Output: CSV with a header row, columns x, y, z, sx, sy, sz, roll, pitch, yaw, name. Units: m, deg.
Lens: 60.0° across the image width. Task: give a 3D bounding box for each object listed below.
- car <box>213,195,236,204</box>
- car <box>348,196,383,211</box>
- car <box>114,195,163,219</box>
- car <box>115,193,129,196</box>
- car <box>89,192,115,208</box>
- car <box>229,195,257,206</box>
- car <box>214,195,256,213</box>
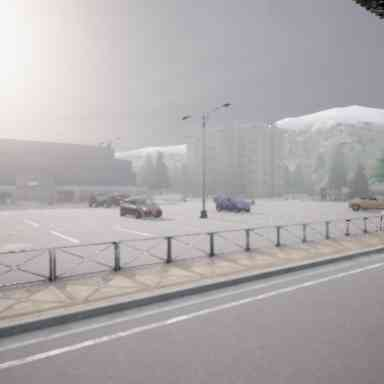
x,y,z,sx,sy,sz,roll,pitch,yaw,name
5.383,1.200,55.680,1.845,1.501,3.633,0,0,-36,car
18.128,1.172,32.705,2.152,1.636,5.027,0,0,-36,car
-4.092,1.242,26.167,2.007,1.523,4.514,0,0,-36,car
-9.760,1.011,44.905,1.932,1.855,4.605,0,0,-36,car
-11.874,1.004,42.869,1.905,1.878,3.866,0,0,-36,car
7.314,1.225,47.920,1.970,1.475,3.806,0,0,-36,car
4.032,1.217,31.986,1.845,1.501,3.633,0,0,-36,car
